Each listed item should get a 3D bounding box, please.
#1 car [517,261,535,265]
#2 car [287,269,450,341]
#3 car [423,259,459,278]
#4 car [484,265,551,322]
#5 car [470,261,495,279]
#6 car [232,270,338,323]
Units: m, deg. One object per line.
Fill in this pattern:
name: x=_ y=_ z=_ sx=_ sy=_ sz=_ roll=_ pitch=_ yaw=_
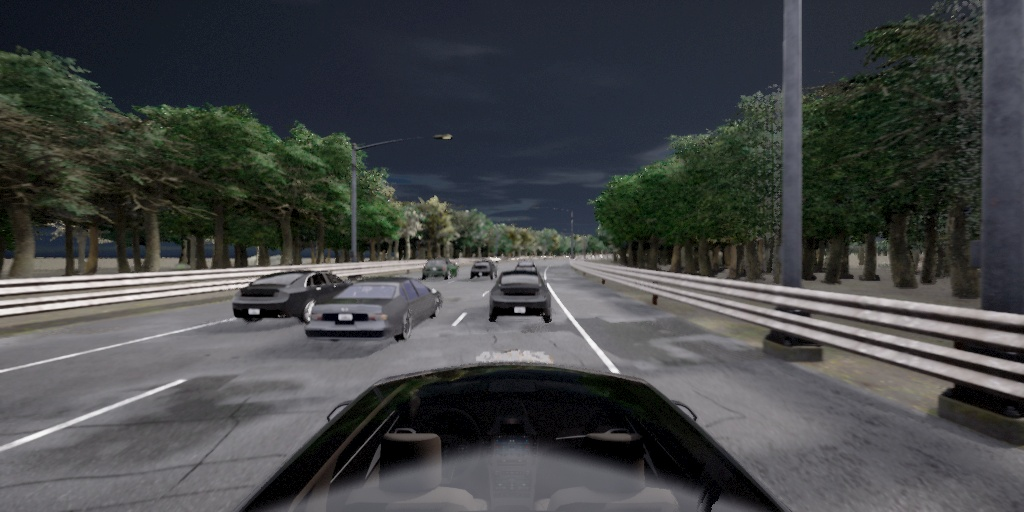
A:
car: x=1.219 y=1.139 z=30.400 sx=2.128 sy=1.511 sz=4.902 roll=0 pitch=0 yaw=4
car: x=-3.287 y=1.265 z=9.703 sx=2.033 sy=1.411 sz=5.357 roll=0 pitch=0 yaw=1
car: x=-5.837 y=0.995 z=29.750 sx=2.097 sy=1.767 sz=4.553 roll=0 pitch=0 yaw=4
car: x=0.288 y=1.217 z=12.195 sx=1.837 sy=1.490 sz=4.892 roll=0 pitch=0 yaw=2
car: x=-2.292 y=1.149 z=30.331 sx=1.837 sy=1.490 sz=4.892 roll=0 pitch=0 yaw=4
car: x=-6.722 y=1.211 z=11.853 sx=1.837 sy=1.490 sz=4.892 roll=0 pitch=0 yaw=1
